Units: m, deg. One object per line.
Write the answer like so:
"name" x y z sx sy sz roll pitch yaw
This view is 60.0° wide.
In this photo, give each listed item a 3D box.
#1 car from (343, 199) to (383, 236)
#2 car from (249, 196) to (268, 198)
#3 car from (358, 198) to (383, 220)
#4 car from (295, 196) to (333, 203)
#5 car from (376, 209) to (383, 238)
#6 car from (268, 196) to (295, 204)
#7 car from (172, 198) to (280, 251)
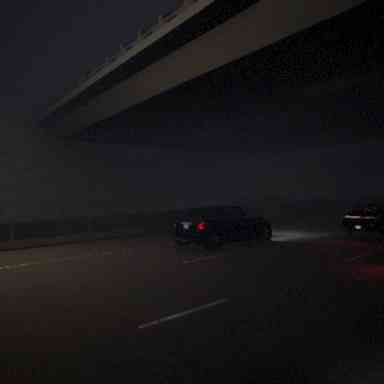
"car" 9.183 1.297 16.237 4.902 1.511 2.128 -1 0 -40
"car" 10.456 1.264 45.002 5.008 1.535 1.882 -1 0 -40
"car" 15.111 1.223 25.818 5.357 1.411 2.033 -1 0 -40
"car" 14.998 1.229 39.680 5.357 1.411 2.033 -1 0 -40
"car" 8.078 1.306 10.744 5.008 1.535 1.882 -1 0 -40
"car" 12.048 1.350 41.770 4.718 1.301 1.895 -1 0 -40
"car" 1.404 1.330 14.293 4.553 1.767 2.097 -1 0 -40
